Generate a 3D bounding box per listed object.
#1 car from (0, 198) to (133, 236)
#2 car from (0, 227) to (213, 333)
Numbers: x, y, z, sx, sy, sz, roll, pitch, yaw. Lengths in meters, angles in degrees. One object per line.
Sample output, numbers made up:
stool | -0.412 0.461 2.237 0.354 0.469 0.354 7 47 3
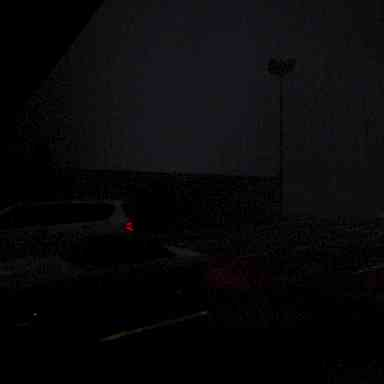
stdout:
car | -4.375 1.221 9.464 5.566 2.045 2.150 0 0 -35
car | -1.947 1.600 6.893 4.718 1.301 1.895 0 0 -35
